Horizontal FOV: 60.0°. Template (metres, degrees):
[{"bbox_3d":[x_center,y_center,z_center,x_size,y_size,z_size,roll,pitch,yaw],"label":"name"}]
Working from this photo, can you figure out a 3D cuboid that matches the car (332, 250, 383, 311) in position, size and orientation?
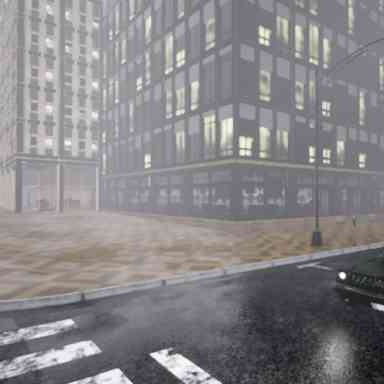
[{"bbox_3d":[5.006,1.673,6.939,4.718,1.301,1.895,1,-1,-35],"label":"car"}]
